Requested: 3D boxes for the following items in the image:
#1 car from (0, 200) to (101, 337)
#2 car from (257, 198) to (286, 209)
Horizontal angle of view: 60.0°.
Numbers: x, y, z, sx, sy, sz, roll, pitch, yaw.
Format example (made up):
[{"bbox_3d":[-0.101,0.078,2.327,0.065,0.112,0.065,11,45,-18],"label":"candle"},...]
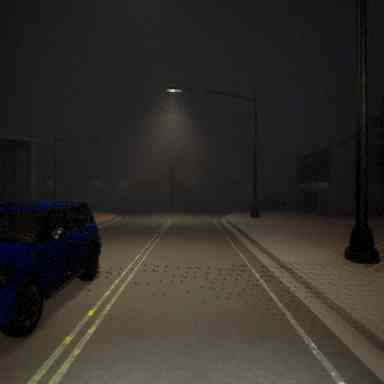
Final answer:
[{"bbox_3d":[-3.590,1.230,7.015,2.150,2.045,5.566,0,0,0],"label":"car"},{"bbox_3d":[10.803,1.585,45.316,4.674,1.442,1.812,0,0,-36],"label":"car"}]
